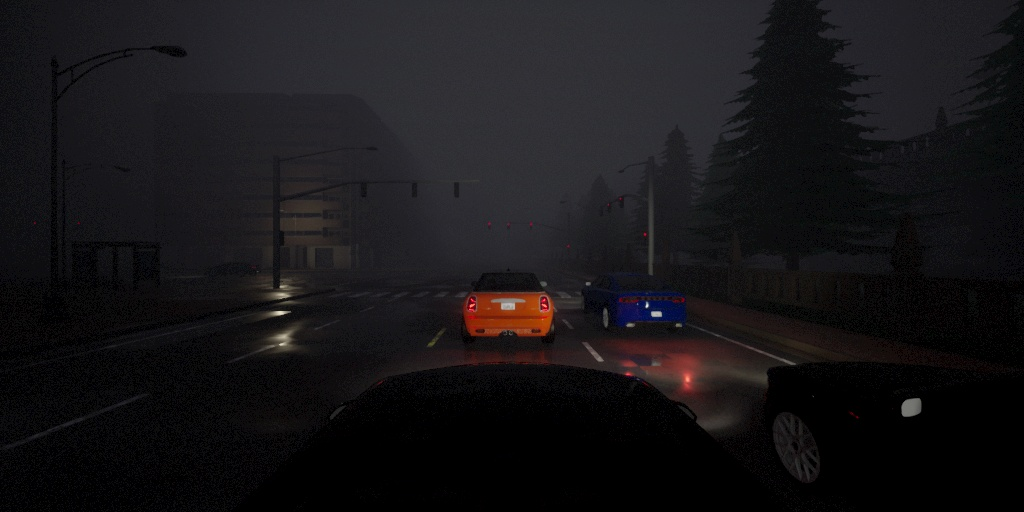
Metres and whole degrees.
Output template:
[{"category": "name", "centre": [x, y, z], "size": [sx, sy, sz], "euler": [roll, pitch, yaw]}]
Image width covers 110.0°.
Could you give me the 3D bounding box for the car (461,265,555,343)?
[{"category": "car", "centre": [-0.081, 1.101, 9.835], "size": [2.097, 1.767, 4.553], "euler": [0, 0, 0]}]

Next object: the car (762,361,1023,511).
[{"category": "car", "centre": [3.288, 1.228, 1.453], "size": [1.882, 1.535, 5.008], "euler": [0, 0, 3]}]

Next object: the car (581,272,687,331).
[{"category": "car", "centre": [3.419, 1.227, 10.979], "size": [1.882, 1.535, 5.008], "euler": [0, 0, 0]}]

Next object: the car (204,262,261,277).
[{"category": "car", "centre": [-27.776, 1.308, 35.673], "size": [4.892, 1.490, 1.837], "euler": [0, 0, -1]}]
